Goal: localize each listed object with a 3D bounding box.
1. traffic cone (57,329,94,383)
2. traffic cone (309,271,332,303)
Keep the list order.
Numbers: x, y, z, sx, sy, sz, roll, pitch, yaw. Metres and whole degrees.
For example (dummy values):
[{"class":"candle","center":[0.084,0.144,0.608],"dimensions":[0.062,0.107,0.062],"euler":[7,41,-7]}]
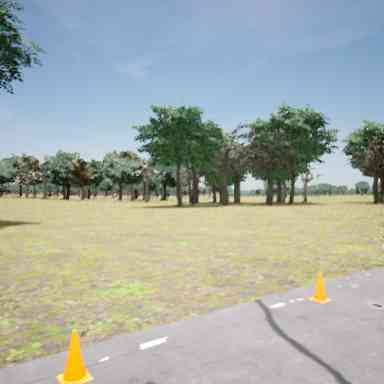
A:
[{"class":"traffic cone","center":[-1.406,1.954,4.003],"dimensions":[0.340,0.580,0.340],"euler":[0,0,-35]},{"class":"traffic cone","center":[2.665,1.948,6.906],"dimensions":[0.340,0.580,0.340],"euler":[0,0,-35]}]
